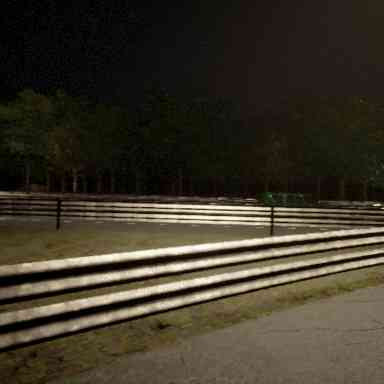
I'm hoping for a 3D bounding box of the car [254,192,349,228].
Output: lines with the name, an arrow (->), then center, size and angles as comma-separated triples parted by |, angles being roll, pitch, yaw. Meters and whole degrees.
car -> 6.707, 1.070, 20.722 | 5.566, 2.045, 2.150 | 2, 0, 2
